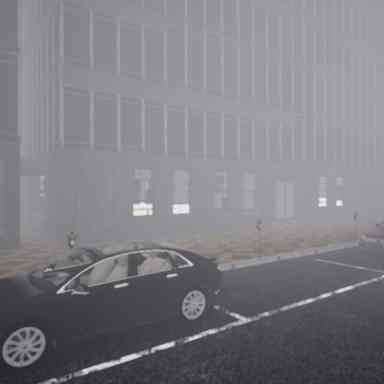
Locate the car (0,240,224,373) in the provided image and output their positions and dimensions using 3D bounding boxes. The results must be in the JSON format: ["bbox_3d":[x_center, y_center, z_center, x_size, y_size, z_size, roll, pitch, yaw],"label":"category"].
[{"bbox_3d":[-1.451,1.544,5.525,4.403,1.369,2.008,0,0,-36],"label":"car"}]

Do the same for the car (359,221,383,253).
[{"bbox_3d":[7.816,1.536,12.139,4.206,1.307,1.802,0,0,-36],"label":"car"}]
